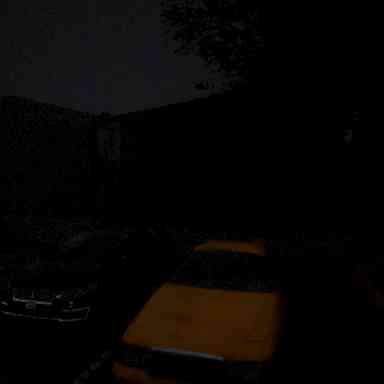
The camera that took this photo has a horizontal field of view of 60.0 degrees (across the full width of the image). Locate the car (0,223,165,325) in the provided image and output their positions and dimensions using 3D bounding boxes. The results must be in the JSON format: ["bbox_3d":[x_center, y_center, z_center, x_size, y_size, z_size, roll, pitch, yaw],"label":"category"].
[{"bbox_3d":[-1.771,1.480,7.360,2.231,1.521,4.892,1,-1,16],"label":"car"}]

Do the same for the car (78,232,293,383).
[{"bbox_3d":[0.618,1.477,5.431,1.946,1.575,5.366,1,-1,16],"label":"car"}]

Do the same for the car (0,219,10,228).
[{"bbox_3d":[-9.093,1.509,12.595,2.002,1.452,4.674,1,-1,16],"label":"car"}]

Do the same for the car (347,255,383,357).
[{"bbox_3d":[3.062,1.481,3.689,1.946,1.575,5.366,1,-1,15],"label":"car"}]
